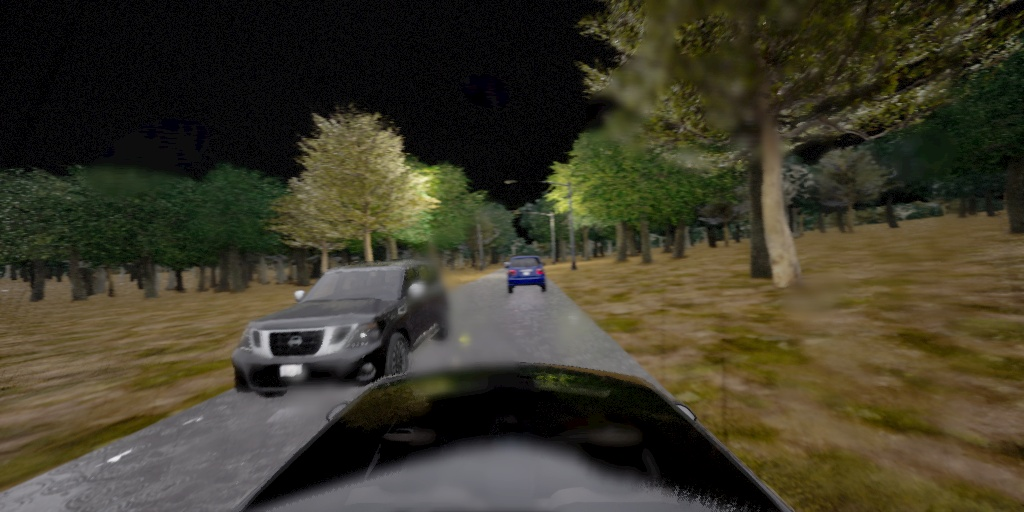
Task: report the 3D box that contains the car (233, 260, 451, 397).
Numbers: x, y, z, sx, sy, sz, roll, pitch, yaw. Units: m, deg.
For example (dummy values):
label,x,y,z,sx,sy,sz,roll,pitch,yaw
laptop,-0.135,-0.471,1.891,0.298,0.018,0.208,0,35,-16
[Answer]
label,x,y,z,sx,sy,sz,roll,pitch,yaw
car,-2.766,1.146,7.419,2.150,2.045,5.566,-3,0,2

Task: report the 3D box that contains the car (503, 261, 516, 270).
label,x,y,z,sx,sy,sz,roll,pitch,yaw
car,-0.382,1.709,65.138,2.033,1.411,5.357,-3,0,2

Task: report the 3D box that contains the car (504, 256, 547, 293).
label,x,y,z,sx,sy,sz,roll,pitch,yaw
car,0.881,1.026,21.637,2.150,2.045,5.566,-3,0,2
